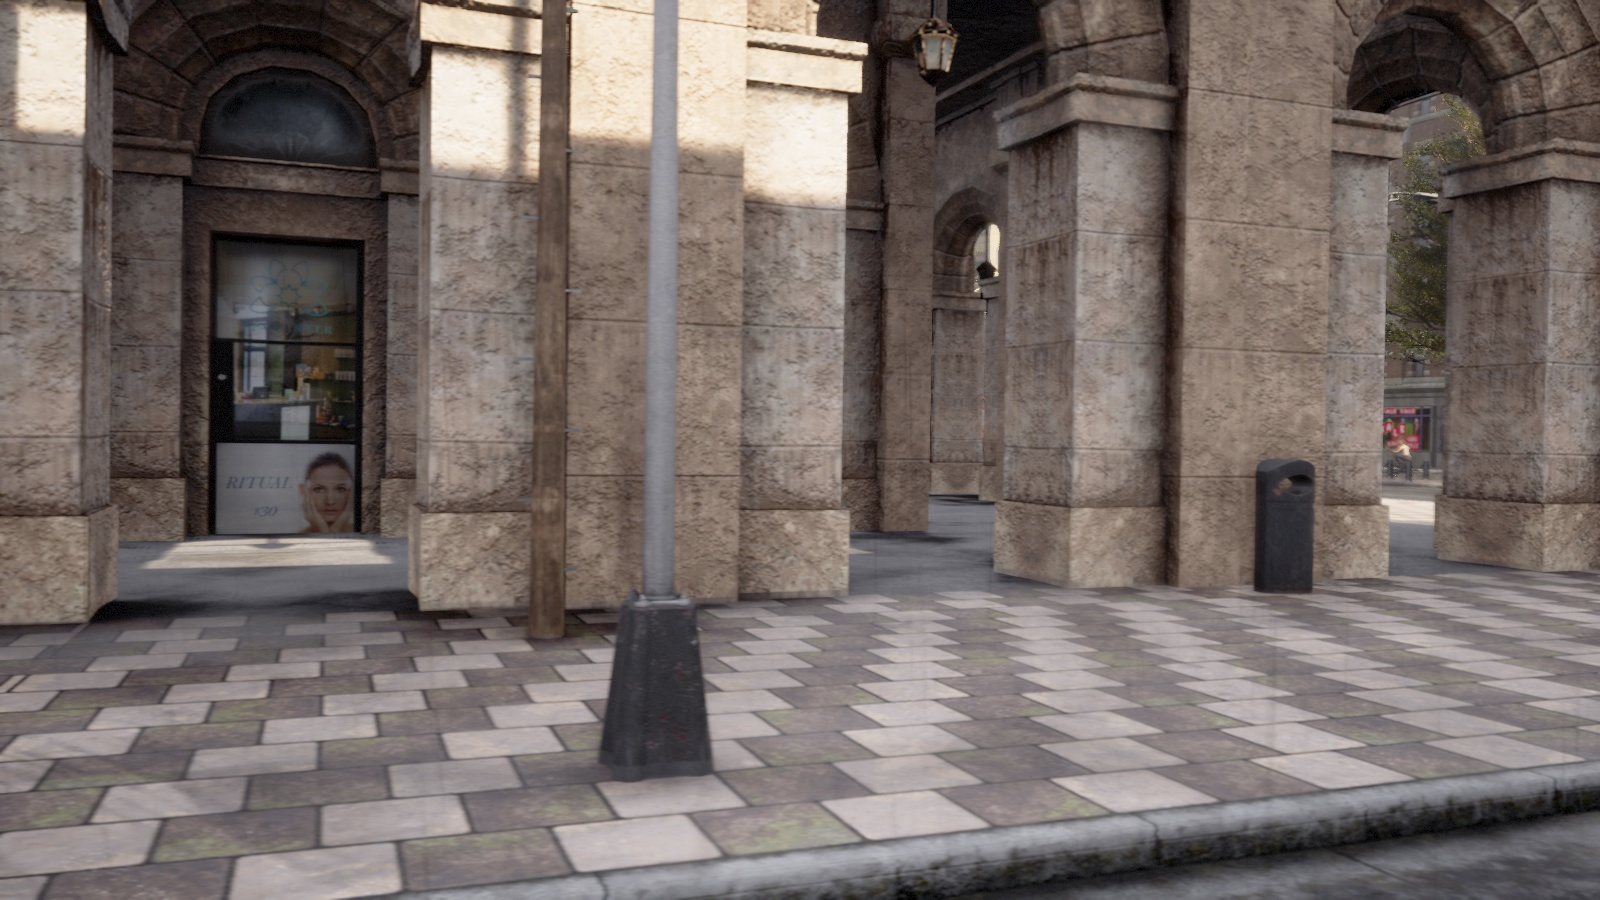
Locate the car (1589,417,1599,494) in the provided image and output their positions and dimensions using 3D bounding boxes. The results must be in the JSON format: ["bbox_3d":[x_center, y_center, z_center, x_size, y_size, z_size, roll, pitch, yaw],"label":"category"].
[{"bbox_3d":[20.244,0.141,27.631,2.097,1.767,4.553,-1,1,-20],"label":"car"}]
